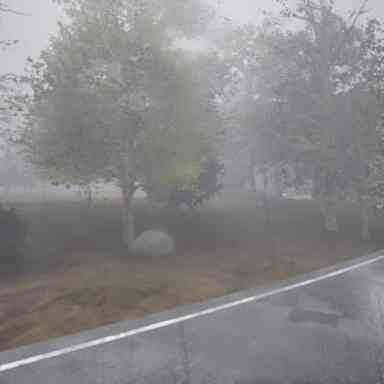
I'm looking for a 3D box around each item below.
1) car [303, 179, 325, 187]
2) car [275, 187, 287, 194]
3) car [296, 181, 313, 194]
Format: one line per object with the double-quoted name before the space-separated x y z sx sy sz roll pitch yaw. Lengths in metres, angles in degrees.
"car" 26.337 -1.874 71.788 4.718 1.301 1.895 -6 3 -28
"car" 15.662 -0.525 58.516 1.812 1.442 4.674 -3 3 17
"car" 18.213 -0.544 54.224 1.882 1.535 5.008 -4 3 7
